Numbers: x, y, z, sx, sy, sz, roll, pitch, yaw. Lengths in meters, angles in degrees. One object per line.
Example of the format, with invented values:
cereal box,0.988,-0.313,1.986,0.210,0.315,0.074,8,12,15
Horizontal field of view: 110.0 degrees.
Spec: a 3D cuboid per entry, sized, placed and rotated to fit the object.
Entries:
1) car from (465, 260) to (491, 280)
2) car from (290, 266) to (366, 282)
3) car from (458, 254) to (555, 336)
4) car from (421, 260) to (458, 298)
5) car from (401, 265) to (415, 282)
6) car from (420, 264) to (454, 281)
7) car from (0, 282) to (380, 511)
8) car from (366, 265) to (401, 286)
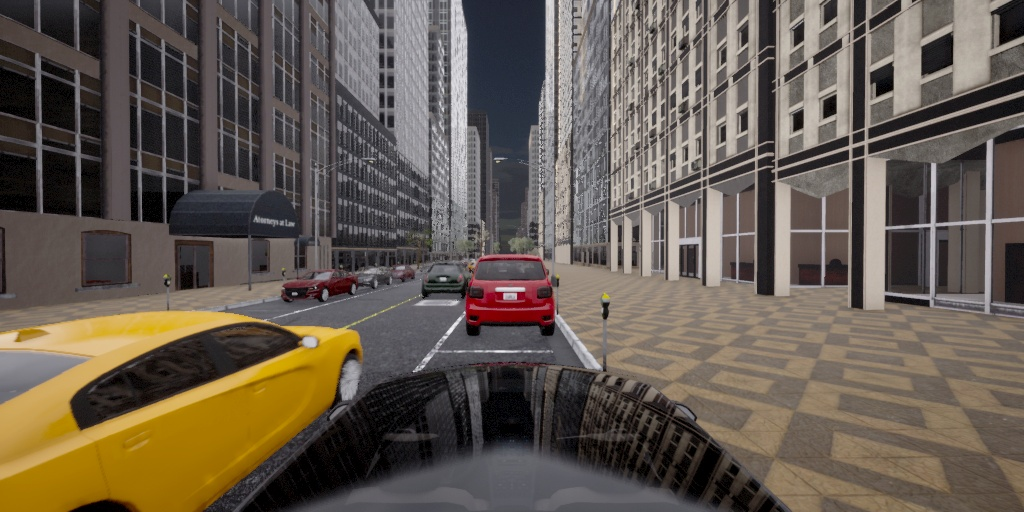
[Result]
car,-3.049,1.222,32.690,1.882,1.535,5.008,0,0,0
car,-8.837,1.292,16.839,1.888,1.381,4.507,0,0,0
car,-0.039,0.976,10.531,2.150,2.045,5.566,0,0,0
car,-3.146,1.098,18.534,2.097,1.767,4.553,0,0,0
car,-8.837,1.327,28.206,1.802,1.307,4.207,0,0,0
car,-6.244,1.346,30.511,1.895,1.301,4.718,0,0,0
car,-3.051,1.227,3.105,1.882,1.535,5.008,0,0,0
car,-8.838,1.297,22.523,2.007,1.370,4.403,0,0,0
